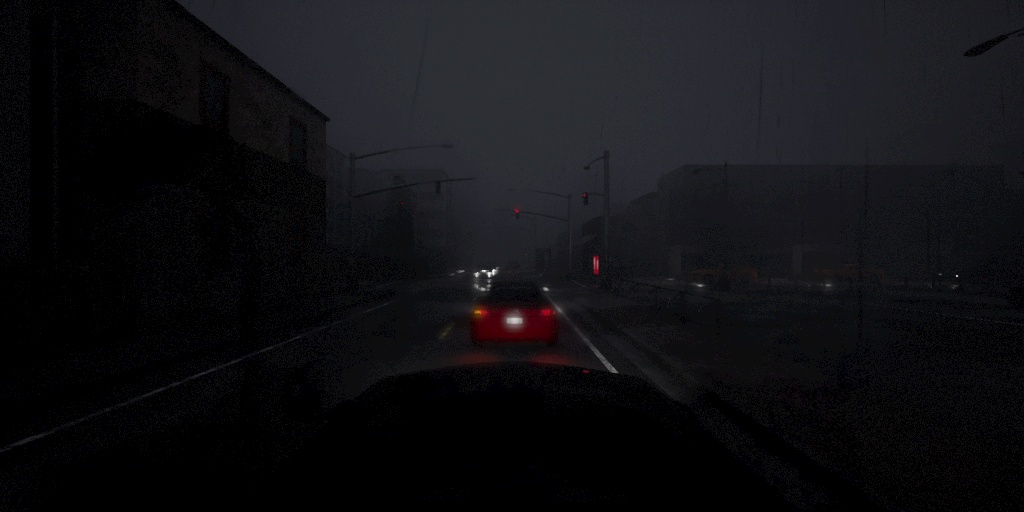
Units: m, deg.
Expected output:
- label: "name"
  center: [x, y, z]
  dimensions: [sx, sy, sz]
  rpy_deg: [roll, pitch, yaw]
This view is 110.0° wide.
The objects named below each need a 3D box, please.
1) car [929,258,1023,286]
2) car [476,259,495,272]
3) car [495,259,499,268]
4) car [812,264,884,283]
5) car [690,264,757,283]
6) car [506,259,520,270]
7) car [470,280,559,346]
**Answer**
- label: "car"
  center: [38.047, 1.148, 29.516]
  dimensions: [5.566, 2.045, 2.150]
  rpy_deg: [0, 0, 0]
- label: "car"
  center: [-3.539, 1.276, 46.332]
  dimensions: [1.812, 1.442, 4.674]
  rpy_deg: [0, 0, 0]
- label: "car"
  center: [-3.515, 1.351, 56.365]
  dimensions: [1.895, 1.301, 4.718]
  rpy_deg: [0, 0, 0]
- label: "car"
  center: [27.558, 1.404, 29.524]
  dimensions: [5.008, 1.535, 1.882]
  rpy_deg: [0, 0, 0]
- label: "car"
  center: [17.332, 1.404, 29.515]
  dimensions: [5.008, 1.535, 1.882]
  rpy_deg: [0, 0, 0]
- label: "car"
  center: [0.173, 1.241, 52.134]
  dimensions: [2.128, 1.511, 4.902]
  rpy_deg: [0, 0, 0]
- label: "car"
  center: [0.073, 1.314, 9.461]
  dimensions: [1.994, 1.385, 4.181]
  rpy_deg: [0, 0, 1]
